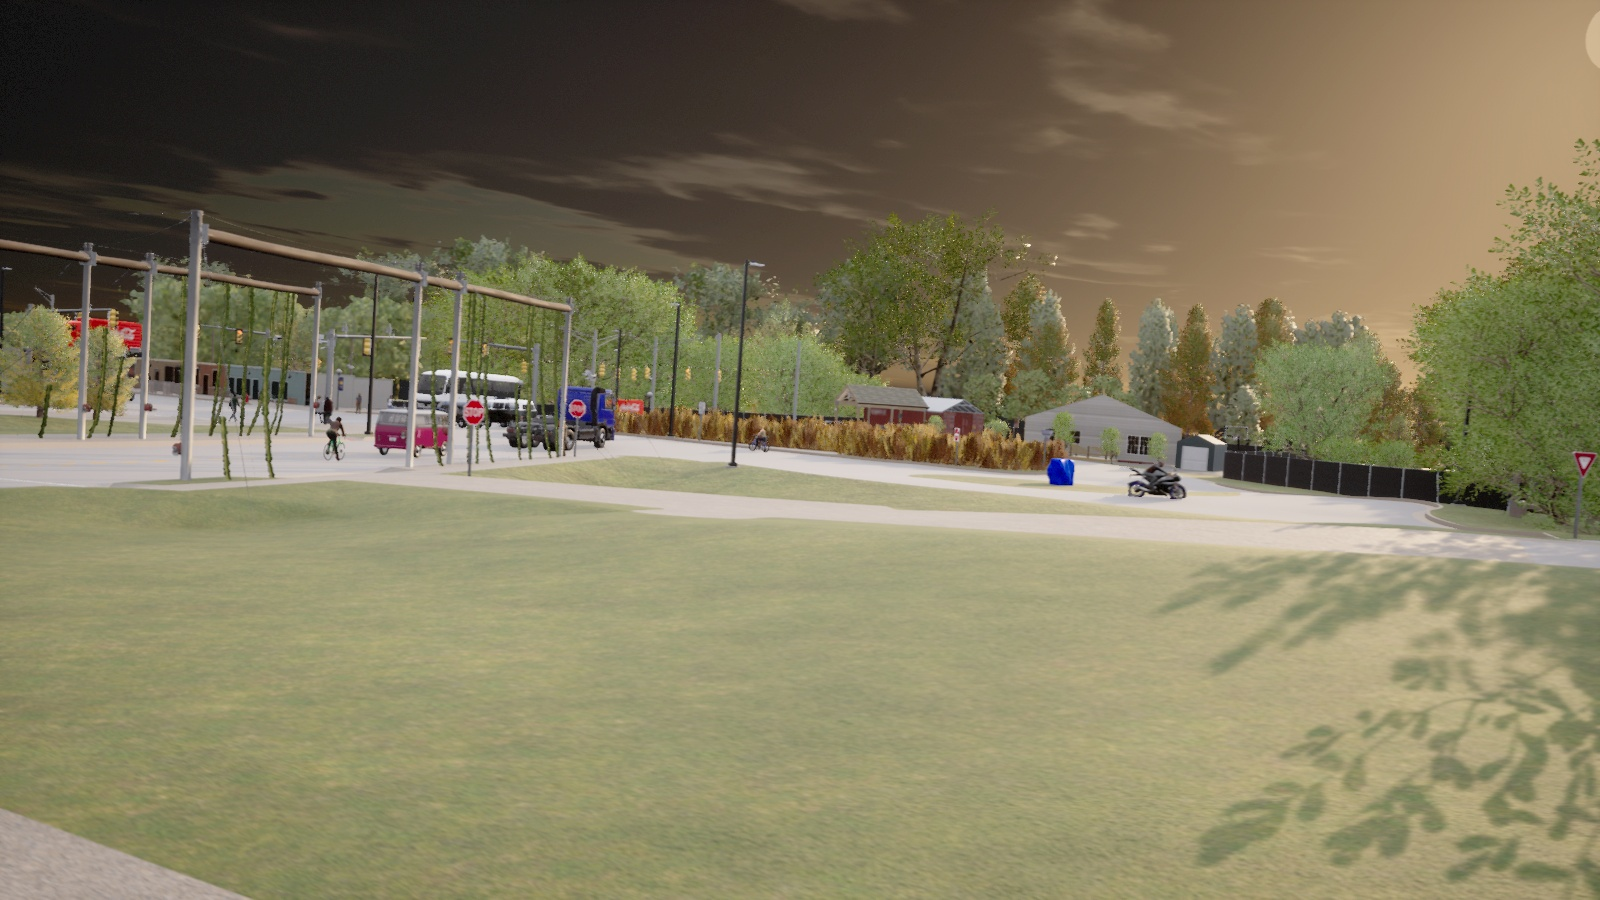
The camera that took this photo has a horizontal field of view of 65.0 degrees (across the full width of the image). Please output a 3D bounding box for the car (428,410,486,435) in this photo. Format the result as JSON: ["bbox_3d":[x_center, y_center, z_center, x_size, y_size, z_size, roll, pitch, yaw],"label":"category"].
[{"bbox_3d":[-23.293,-1.871,85.315,3.705,1.549,1.789,3,3,33],"label":"car"}]

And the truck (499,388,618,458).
[{"bbox_3d":[-13.083,-1.588,68.878,2.891,3.462,7.936,4,4,17],"label":"truck"}]

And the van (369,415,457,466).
[{"bbox_3d":[-16.432,-0.439,53.585,1.775,1.987,4.442,3,2,8],"label":"van"}]

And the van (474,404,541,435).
[{"bbox_3d":[-20.491,-2.146,87.869,4.480,2.038,2.069,3,2,34],"label":"van"}]

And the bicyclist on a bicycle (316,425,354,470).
[{"bbox_3d":[-17.299,-0.090,46.769,0.582,1.620,1.656,3,1,6],"label":"bicyclist on a bicycle"}]

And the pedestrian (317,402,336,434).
[{"bbox_3d":[-28.132,-1.880,74.596,0.899,1.844,0.634,6,4,40],"label":"pedestrian"}]

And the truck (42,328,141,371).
[{"bbox_3d":[-48.471,-6.874,86.009,2.627,2.467,5.204,7,4,34],"label":"truck"}]

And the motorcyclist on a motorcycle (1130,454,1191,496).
[{"bbox_3d":[14.102,0.951,49.151,2.191,1.530,0.866,2,1,12],"label":"motorcyclist on a motorcycle"}]
